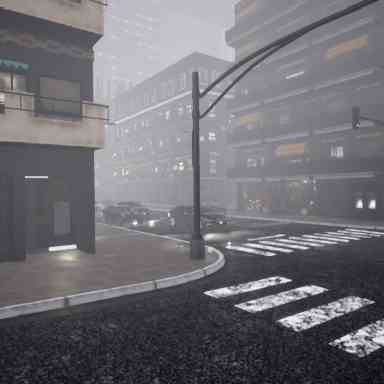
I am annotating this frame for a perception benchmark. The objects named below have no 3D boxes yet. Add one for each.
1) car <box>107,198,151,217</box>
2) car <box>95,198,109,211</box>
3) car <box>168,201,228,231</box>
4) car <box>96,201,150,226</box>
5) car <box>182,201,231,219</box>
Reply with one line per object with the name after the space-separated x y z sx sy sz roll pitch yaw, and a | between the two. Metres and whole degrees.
-5.300 1.540 28.887 1.837 1.490 4.892 -1 1 -36 | car
-11.347 1.568 37.244 1.812 1.442 4.674 -1 1 -36 | car
0.268 1.534 21.209 1.837 1.490 4.892 -1 1 -36 | car
-5.182 1.632 24.527 1.947 1.339 4.313 -1 1 -36 | car
1.198 1.512 29.152 2.008 1.369 4.403 -1 1 -36 | car
